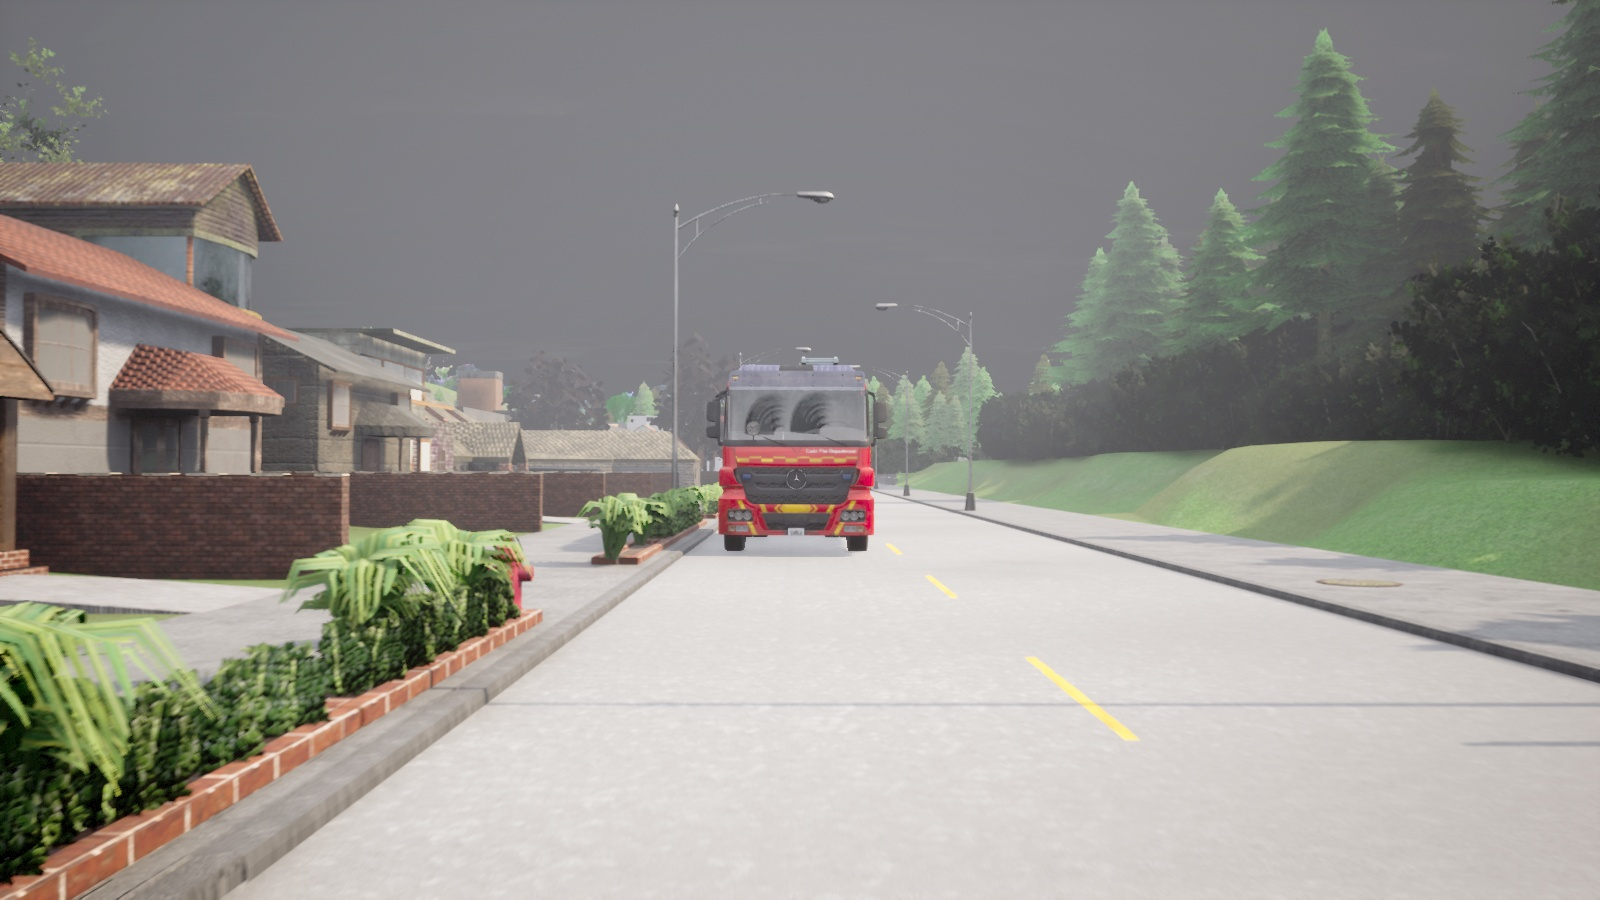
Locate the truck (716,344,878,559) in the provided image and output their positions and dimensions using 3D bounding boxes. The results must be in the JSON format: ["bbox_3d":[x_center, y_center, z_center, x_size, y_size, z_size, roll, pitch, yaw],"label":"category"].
[{"bbox_3d":[-0.069,0.097,26.711,2.891,3.827,8.468,0,-1,0],"label":"truck"}]
